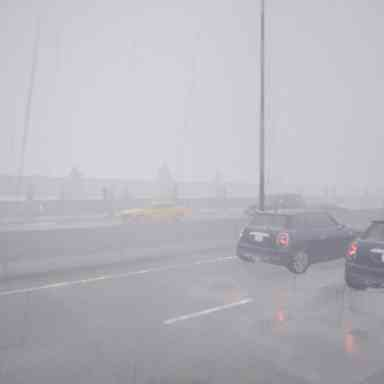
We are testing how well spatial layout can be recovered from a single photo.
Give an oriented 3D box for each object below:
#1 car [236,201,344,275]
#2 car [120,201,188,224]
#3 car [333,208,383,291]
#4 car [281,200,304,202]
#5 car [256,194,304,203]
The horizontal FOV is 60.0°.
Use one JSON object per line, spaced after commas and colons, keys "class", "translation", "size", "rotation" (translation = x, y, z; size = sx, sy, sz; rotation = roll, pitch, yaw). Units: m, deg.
{"class": "car", "translation": [3.616, 1.321, 10.626], "size": [4.553, 1.767, 2.097], "rotation": [0, 0, -36]}
{"class": "car", "translation": [-2.604, 1.439, 23.624], "size": [5.008, 1.535, 1.882], "rotation": [0, 0, -35]}
{"class": "car", "translation": [5.598, 1.321, 7.741], "size": [4.553, 1.767, 2.097], "rotation": [0, 0, -36]}
{"class": "car", "translation": [8.786, 1.477, 23.145], "size": [5.357, 1.411, 2.033], "rotation": [0, 0, -35]}
{"class": "car", "translation": [6.571, 1.152, 25.853], "size": [5.566, 2.045, 2.150], "rotation": [0, 0, -35]}
